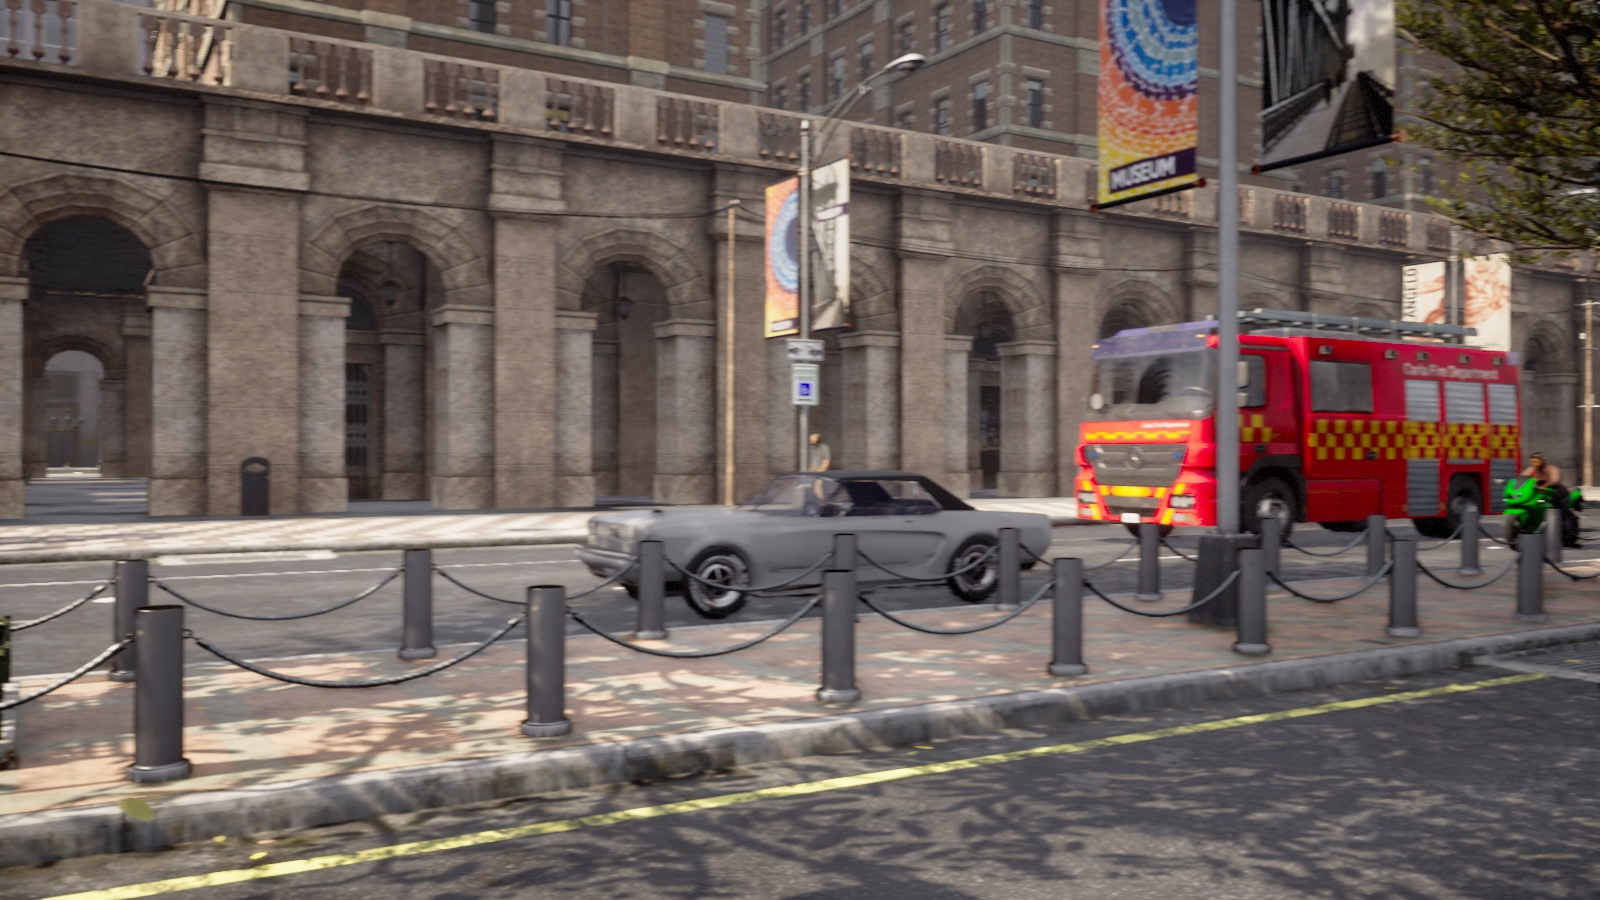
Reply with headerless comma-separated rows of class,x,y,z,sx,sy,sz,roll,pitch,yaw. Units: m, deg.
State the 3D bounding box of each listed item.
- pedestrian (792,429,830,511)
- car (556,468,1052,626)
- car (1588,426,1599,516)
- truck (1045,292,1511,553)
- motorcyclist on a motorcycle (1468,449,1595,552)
pedestrian,0.247,0.446,28.626,0.694,1.848,0.540,0,0,-31
car,0.106,0.865,12.778,4.718,1.301,1.895,0,0,-29
car,20.913,0.477,29.105,5.566,2.045,2.150,0,0,-30
truck,8.474,-0.399,21.822,8.468,3.827,2.891,0,0,-30
motorcyclist on a motorcycle,11.325,0.740,19.432,2.044,1.523,0.797,0,0,-30
